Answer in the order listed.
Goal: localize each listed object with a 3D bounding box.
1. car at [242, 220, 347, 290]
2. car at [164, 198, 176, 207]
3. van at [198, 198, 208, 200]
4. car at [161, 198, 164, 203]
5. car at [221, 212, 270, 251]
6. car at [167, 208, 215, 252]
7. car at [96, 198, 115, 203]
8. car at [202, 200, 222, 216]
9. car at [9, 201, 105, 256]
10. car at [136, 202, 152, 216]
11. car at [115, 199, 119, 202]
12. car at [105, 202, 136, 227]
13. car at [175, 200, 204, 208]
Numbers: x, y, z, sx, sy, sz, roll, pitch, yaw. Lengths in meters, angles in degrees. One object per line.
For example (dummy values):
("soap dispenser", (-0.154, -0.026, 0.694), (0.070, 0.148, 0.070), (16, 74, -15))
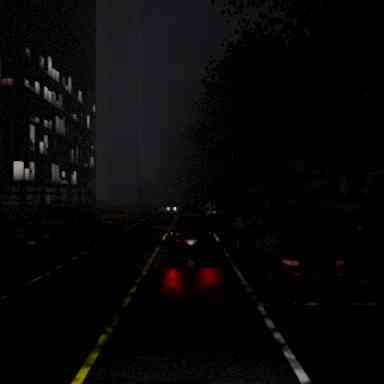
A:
("car", (2.683, 1.668, 9.076), (1.802, 1.307, 4.206), (0, -1, 0))
("car", (-3.831, 2.138, 63.375), (1.994, 1.385, 4.181), (0, -1, -2))
("van", (1.781, 1.832, 54.043), (1.690, 1.788, 3.998), (0, 0, -2))
("car", (-7.542, 2.361, 91.445), (2.008, 1.369, 4.403), (0, 0, -3))
("car", (2.645, 1.688, 14.695), (2.008, 1.369, 4.403), (0, -1, 0))
("car", (-0.055, 1.661, 14.401), (1.812, 1.442, 4.674), (0, 0, 0))
("car", (-19.469, 2.050, 71.771), (4.206, 1.307, 1.802), (1, -1, 2))
("car", (2.332, 1.892, 37.177), (2.008, 1.369, 4.403), (0, -1, -1))
("car", (-5.519, 1.446, 13.899), (2.192, 1.841, 5.009), (0, -1, 0))
("car", (-5.822, 1.860, 36.300), (1.752, 1.417, 4.829), (0, -1, -1))
("car", (-19.646, 2.099, 79.883), (4.206, 1.307, 1.802), (1, -1, 2))
("car", (-5.637, 1.758, 25.010), (1.752, 1.417, 4.829), (0, -1, -1))
("car", (-0.234, 1.751, 29.497), (1.882, 1.535, 5.008), (0, 0, -1))
